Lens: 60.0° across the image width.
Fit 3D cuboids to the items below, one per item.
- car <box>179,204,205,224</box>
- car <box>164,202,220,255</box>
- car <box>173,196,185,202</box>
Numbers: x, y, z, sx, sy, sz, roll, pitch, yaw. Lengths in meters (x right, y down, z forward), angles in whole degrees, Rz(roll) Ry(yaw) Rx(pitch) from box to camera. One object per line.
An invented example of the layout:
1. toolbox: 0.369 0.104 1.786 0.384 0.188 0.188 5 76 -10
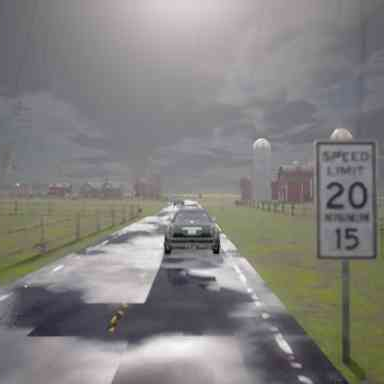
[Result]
1. car: 0.006 1.826 28.998 2.033 1.411 5.357 0 -1 0
2. car: 0.006 1.485 14.087 2.097 1.767 4.553 0 -1 0
3. car: -2.740 1.909 70.755 2.150 2.045 5.566 0 -1 0
